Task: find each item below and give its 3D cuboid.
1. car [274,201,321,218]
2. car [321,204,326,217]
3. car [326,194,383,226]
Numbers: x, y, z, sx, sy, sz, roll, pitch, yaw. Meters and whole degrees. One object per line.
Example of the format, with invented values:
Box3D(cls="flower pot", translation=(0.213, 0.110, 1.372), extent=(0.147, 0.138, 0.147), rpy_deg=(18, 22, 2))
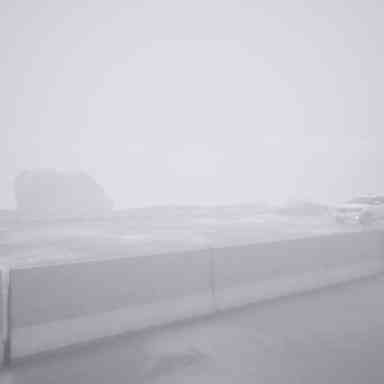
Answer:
Box3D(cls="car", translation=(10.015, 1.506, 29.890), extent=(5.357, 1.411, 2.033), rpy_deg=(0, 0, -26))
Box3D(cls="car", translation=(13.624, 1.463, 27.691), extent=(4.902, 1.511, 2.128), rpy_deg=(0, 0, -25))
Box3D(cls="car", translation=(12.427, 1.199, 23.261), extent=(5.566, 2.045, 2.150), rpy_deg=(0, 0, -26))
